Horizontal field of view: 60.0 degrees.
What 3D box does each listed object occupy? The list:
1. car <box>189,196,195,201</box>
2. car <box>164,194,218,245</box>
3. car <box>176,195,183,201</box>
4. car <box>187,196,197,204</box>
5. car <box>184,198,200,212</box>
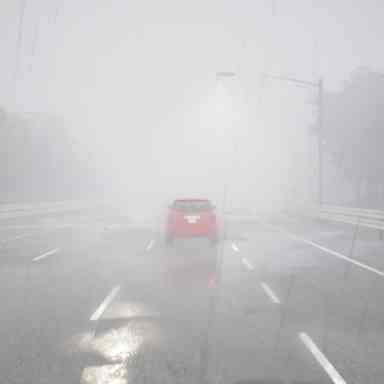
[{"bbox_3d":[0.003,1.758,93.325,1.895,1.301,4.718,0,0,0],"label":"car"},{"bbox_3d":[0.001,1.238,15.779,2.150,2.045,5.566,0,0,0],"label":"car"},{"bbox_3d":[-3.496,1.639,95.438,1.882,1.535,5.008,0,0,0],"label":"car"},{"bbox_3d":[0.001,1.603,67.119,1.812,1.442,4.674,0,0,0],"label":"car"},{"bbox_3d":[-0.003,1.519,39.999,1.882,1.535,5.008,0,0,0],"label":"car"}]
